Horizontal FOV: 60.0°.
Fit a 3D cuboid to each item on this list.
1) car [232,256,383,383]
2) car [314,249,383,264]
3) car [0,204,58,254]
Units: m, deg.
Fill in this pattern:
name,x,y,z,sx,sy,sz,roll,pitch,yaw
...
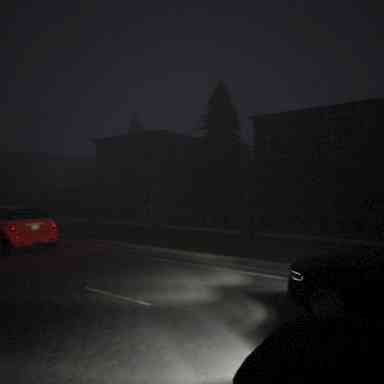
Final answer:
name,x,y,z,sx,sy,sz,roll,pitch,yaw
car,2.861,1.548,1.950,5.357,1.411,2.033,0,0,36
car,4.093,1.477,5.374,5.008,1.535,1.882,0,0,36
car,-7.610,1.342,13.723,4.553,1.767,2.097,0,0,36
